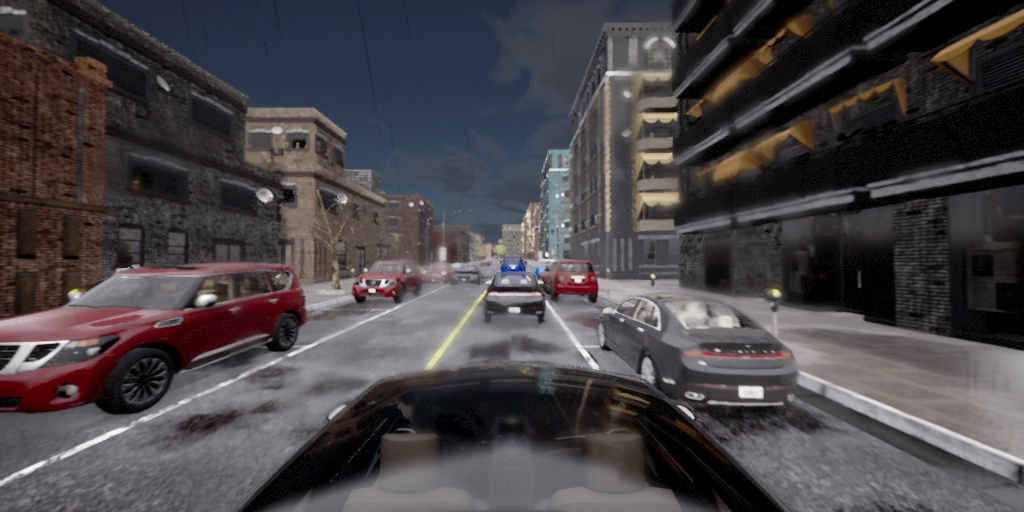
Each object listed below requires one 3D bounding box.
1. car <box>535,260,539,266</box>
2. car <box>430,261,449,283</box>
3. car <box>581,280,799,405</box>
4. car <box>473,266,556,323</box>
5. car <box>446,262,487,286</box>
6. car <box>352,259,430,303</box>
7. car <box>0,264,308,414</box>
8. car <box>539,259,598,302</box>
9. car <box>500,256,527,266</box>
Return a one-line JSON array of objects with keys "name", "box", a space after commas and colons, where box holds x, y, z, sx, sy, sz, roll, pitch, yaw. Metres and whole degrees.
[{"name": "car", "box": [2.694, 1.232, 22.461, 1.967, 1.591, 4.097, 0, 0, 0]}, {"name": "car", "box": [-5.686, 1.242, 27.877, 1.967, 1.591, 4.097, 0, 0, 0]}, {"name": "car", "box": [2.692, 1.310, 6.239, 2.007, 1.370, 4.403, 0, 0, 0]}, {"name": "car", "box": [0.087, 1.265, 12.228, 2.128, 1.511, 4.902, 0, 0, 0]}, {"name": "car", "box": [-3.094, 1.361, 25.260, 1.994, 1.385, 4.181, 0, 0, 0]}, {"name": "car", "box": [-5.688, 1.096, 17.062, 2.192, 1.841, 5.009, 0, 0, 0]}, {"name": "car", "box": [-5.689, 1.074, 6.247, 2.192, 1.841, 5.009, 0, 0, 0]}, {"name": "car", "box": [2.693, 1.096, 17.053, 2.192, 1.841, 5.009, 0, 0, 0]}, {"name": "car", "box": [0.099, 1.031, 31.448, 2.150, 2.045, 5.566, 0, 0, 0]}]
